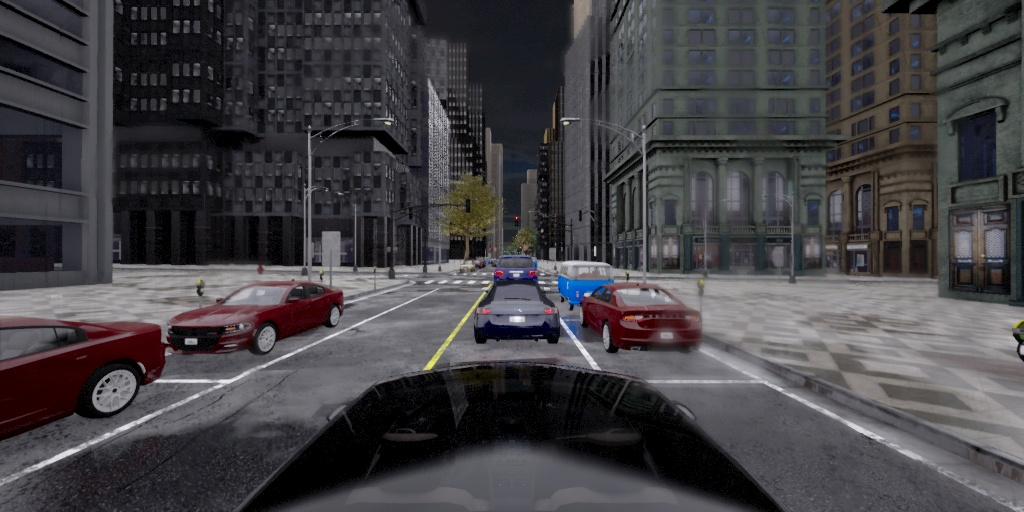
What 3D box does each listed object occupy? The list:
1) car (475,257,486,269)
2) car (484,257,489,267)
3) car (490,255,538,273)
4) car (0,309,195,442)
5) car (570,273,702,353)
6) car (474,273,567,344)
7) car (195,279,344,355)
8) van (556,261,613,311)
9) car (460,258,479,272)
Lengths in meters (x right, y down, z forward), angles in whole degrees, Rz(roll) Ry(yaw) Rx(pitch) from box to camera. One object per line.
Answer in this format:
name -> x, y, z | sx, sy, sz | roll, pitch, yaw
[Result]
car -> -5.718, 1.326, 57.370 | 1.888, 1.381, 4.507 | 0, 0, 0
car -> -5.714, 1.101, 62.659 | 2.192, 1.841, 5.009 | 0, 0, 0
car -> 0.134, 0.975, 19.043 | 2.150, 2.045, 5.566 | 0, 0, -1
car -> -5.777, 1.295, 3.172 | 1.888, 1.381, 4.507 | 0, 0, 0
car -> 2.782, 1.296, 8.672 | 1.888, 1.381, 4.507 | 0, 0, 0
car -> 0.108, 1.315, 9.631 | 1.994, 1.385, 4.181 | 0, 0, 0
car -> -5.774, 1.296, 8.697 | 1.888, 1.381, 4.507 | 0, 0, 0
van -> 2.787, 1.093, 14.197 | 1.690, 1.789, 3.998 | 0, 0, 0
car -> -5.733, 1.297, 46.620 | 1.751, 1.417, 4.829 | 0, 0, 0
